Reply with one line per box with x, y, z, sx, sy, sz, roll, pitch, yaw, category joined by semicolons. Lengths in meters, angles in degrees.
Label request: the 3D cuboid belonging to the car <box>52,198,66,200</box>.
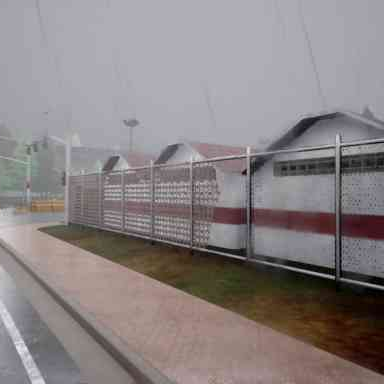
-17.026;1.504;42.409;4.892;1.490;1.837;0;0;-38;car
